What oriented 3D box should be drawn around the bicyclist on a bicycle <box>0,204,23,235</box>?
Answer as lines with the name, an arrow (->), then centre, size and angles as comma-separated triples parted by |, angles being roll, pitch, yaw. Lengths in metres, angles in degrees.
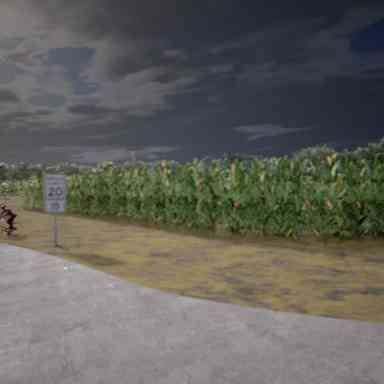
bicyclist on a bicycle -> -9.411, 1.446, 16.887 | 0.582, 1.620, 1.656 | 0, -1, 36
